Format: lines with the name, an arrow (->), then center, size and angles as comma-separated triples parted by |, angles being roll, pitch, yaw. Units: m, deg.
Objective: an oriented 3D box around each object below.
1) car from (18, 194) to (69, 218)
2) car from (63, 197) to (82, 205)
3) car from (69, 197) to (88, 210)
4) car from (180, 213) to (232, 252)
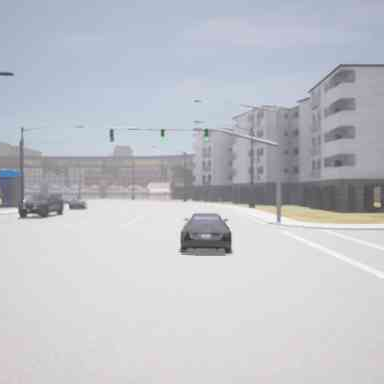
car -> -13.484, 1.180, 30.192 | 2.150, 2.045, 5.566 | 0, 0, 0
car -> -20.651, 1.542, 57.271 | 1.895, 1.301, 4.718 | 0, 0, -35
car -> -14.324, 1.525, 42.070 | 1.895, 1.301, 4.718 | 0, 0, -12
car -> 0.577, 1.563, 13.928 | 1.994, 1.385, 4.181 | 1, 0, 2
